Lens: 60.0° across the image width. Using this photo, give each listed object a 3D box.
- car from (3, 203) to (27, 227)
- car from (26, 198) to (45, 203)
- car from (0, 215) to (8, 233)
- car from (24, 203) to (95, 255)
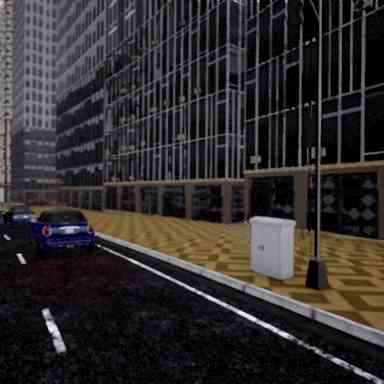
[{"bbox_3d":[-13.180,1.845,25.440,2.033,1.411,5.357,1,-1,-35],"label":"car"},{"bbox_3d":[-34.874,2.356,75.083,5.009,1.841,2.192,1,-1,-37],"label":"car"},{"bbox_3d":[-7.482,1.680,11.035,2.033,1.411,5.357,1,-1,-31],"label":"car"},{"bbox_3d":[-5.762,1.529,14.427,2.097,1.767,4.553,1,-1,-32],"label":"car"}]
